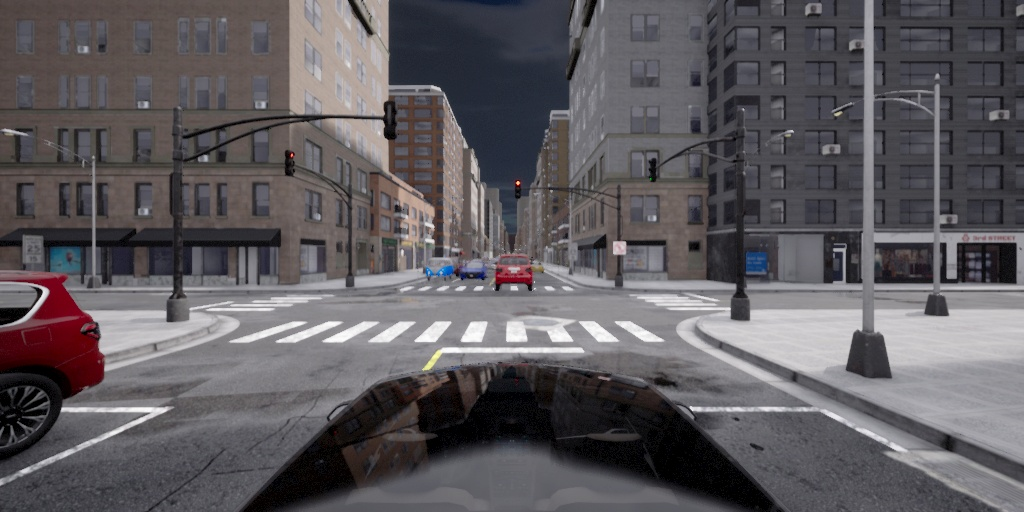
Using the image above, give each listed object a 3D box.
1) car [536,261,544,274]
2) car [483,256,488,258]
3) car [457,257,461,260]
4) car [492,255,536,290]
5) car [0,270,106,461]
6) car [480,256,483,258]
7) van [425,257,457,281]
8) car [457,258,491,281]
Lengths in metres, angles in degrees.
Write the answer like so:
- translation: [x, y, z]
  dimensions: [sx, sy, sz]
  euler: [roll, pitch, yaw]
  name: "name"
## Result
- translation: [2.694, 1.219, 40.512]
  dimensions: [1.751, 1.417, 4.829]
  euler: [0, 0, 0]
  name: "car"
- translation: [-5.816, 1.209, 62.707]
  dimensions: [2.007, 1.370, 4.403]
  euler: [0, 0, 0]
  name: "car"
- translation: [-5.836, 1.017, 34.728]
  dimensions: [2.192, 1.841, 5.009]
  euler: [0, 0, 0]
  name: "car"
- translation: [0.111, 0.940, 22.236]
  dimensions: [2.150, 2.045, 5.566]
  euler: [0, 0, 0]
  name: "car"
- translation: [-5.858, 1.064, 2.184]
  dimensions: [2.192, 1.841, 5.009]
  euler: [0, 0, 0]
  name: "car"
- translation: [-5.821, 1.193, 56.941]
  dimensions: [1.751, 1.417, 4.829]
  euler: [0, 0, 0]
  name: "car"
- translation: [-5.839, 1.051, 29.132]
  dimensions: [1.690, 1.789, 3.998]
  euler: [0, 0, 0]
  name: "van"
- translation: [-3.081, 1.187, 29.701]
  dimensions: [1.882, 1.535, 5.008]
  euler: [0, 1, 0]
  name: "car"
